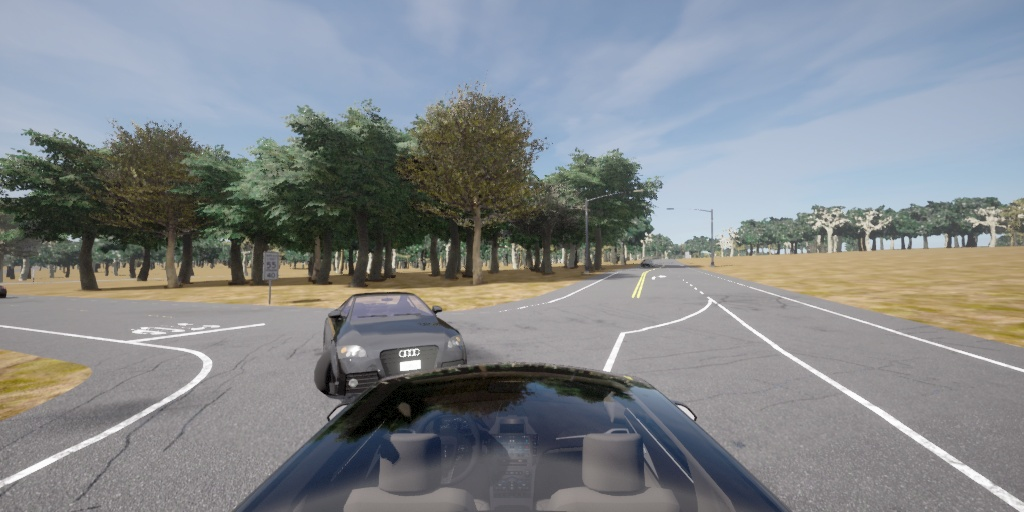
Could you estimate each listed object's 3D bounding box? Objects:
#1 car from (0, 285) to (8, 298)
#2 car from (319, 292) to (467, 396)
[{"bbox_3d":[-40.852,2.566,27.440,4.181,1.385,1.994,-2,-3,22],"label":"car"},{"bbox_3d":[-2.354,1.377,6.660,1.994,1.385,4.181,1,-2,-29],"label":"car"}]
